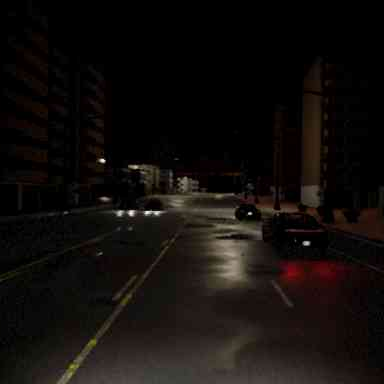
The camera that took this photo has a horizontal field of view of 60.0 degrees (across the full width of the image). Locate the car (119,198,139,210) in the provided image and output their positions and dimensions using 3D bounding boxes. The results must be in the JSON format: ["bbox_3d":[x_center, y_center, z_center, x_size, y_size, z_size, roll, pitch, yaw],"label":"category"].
[{"bbox_3d":[-8.464,1.648,44.805,1.837,1.490,4.892,1,0,3],"label":"car"}]

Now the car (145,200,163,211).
[{"bbox_3d":[-4.986,1.732,44.381,2.033,1.411,5.357,1,0,3],"label":"car"}]

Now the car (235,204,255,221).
[{"bbox_3d":[4.990,1.800,30.021,1.994,1.385,4.181,1,0,3],"label":"car"}]

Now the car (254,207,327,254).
[{"bbox_3d":[4.210,1.624,14.258,2.128,1.511,4.902,1,0,3],"label":"car"}]

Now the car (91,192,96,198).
[{"bbox_3d":[-22.492,0.707,72.540,1.970,1.475,3.806,1,2,3],"label":"car"}]
